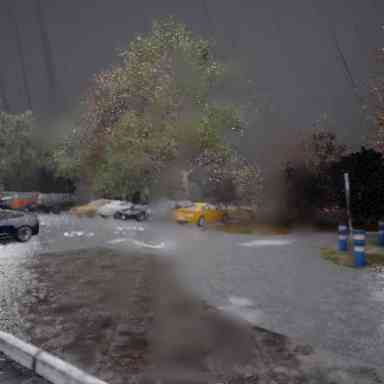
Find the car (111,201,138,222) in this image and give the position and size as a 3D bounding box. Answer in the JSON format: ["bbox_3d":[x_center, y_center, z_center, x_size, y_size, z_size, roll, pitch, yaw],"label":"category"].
[{"bbox_3d":[-3.680,1.480,26.586,2.163,1.488,4.792,1,0,36],"label":"car"}]

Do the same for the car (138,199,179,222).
[{"bbox_3d":[-1.501,1.355,25.081,2.185,1.767,4.553,1,1,36],"label":"car"}]

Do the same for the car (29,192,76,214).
[{"bbox_3d":[-12.615,1.074,33.131,2.435,2.045,5.566,1,1,36],"label":"car"}]

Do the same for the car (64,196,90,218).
[{"bbox_3d":[-8.257,1.385,29.710,1.946,1.575,5.366,1,1,36],"label":"car"}]

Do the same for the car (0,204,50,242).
[{"bbox_3d":[-9.112,1.519,14.369,2.163,1.488,4.792,1,1,36],"label":"car"}]

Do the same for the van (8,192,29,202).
[{"bbox_3d":[-17.149,1.039,36.526,1.878,1.987,4.442,1,0,36],"label":"van"}]

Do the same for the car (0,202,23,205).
[{"bbox_3d":[-11.340,1.458,16.026,2.097,1.535,5.008,1,0,36],"label":"car"}]

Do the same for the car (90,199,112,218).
[{"bbox_3d":[-5.907,1.459,28.232,2.002,1.452,4.674,1,1,36],"label":"car"}]

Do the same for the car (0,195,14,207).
[{"bbox_3d":[-26.082,1.198,42.861,2.097,1.535,5.008,0,0,36],"label":"car"}]

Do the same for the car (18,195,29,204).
[{"bbox_3d":[-14.893,1.324,34.712,2.163,1.488,4.792,1,0,36],"label":"car"}]

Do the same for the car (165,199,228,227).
[{"bbox_3d":[0.721,1.511,23.427,2.097,1.535,5.008,1,0,36],"label":"car"}]

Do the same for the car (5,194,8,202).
[{"bbox_3d":[-19.446,1.269,38.082,2.163,1.488,4.792,1,0,36],"label":"car"}]

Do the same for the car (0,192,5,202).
[{"bbox_3d":[-13.572,1.176,17.672,2.435,2.045,5.566,1,1,36],"label":"car"}]
